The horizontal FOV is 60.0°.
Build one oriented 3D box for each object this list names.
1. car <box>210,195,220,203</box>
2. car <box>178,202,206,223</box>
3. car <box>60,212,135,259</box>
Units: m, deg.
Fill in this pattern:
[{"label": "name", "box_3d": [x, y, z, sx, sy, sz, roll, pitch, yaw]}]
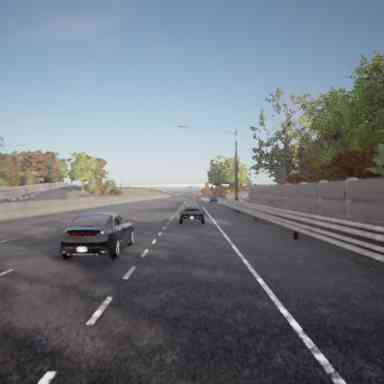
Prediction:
[{"label": "car", "box_3d": [6.569, 1.985, 90.091, 2.150, 2.045, 5.566, 0, -1, 24]}, {"label": "car", "box_3d": [-0.003, 1.585, 26.212, 1.837, 1.490, 4.892, 0, 0, 0]}, {"label": "car", "box_3d": [-3.400, 1.538, 12.692, 1.837, 1.490, 4.892, 0, 0, 0]}]
